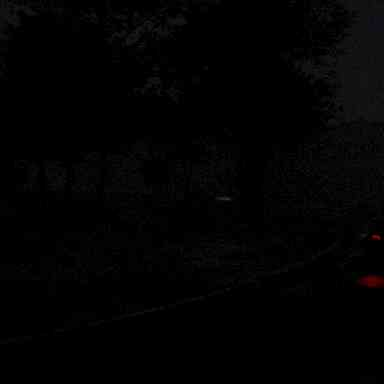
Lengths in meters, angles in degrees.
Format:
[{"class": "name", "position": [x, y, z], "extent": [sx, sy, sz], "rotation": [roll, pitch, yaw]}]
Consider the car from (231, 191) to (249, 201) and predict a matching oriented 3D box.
[{"class": "car", "position": [6.880, 0.504, 42.604], "extent": [1.994, 1.385, 4.181], "rotation": [-2, 5, -41]}]

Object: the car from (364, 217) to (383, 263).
[{"class": "car", "position": [6.630, 1.312, 10.268], "extent": [1.994, 1.385, 4.181], "rotation": [0, 1, 35]}]

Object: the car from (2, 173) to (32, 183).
[{"class": "car", "position": [-35.692, -2.529, 68.772], "extent": [2.231, 1.521, 4.892], "rotation": [6, 6, 32]}]

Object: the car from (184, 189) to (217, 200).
[{"class": "car", "position": [1.127, 0.277, 43.550], "extent": [4.674, 1.442, 1.812], "rotation": [4, 4, 39]}]
